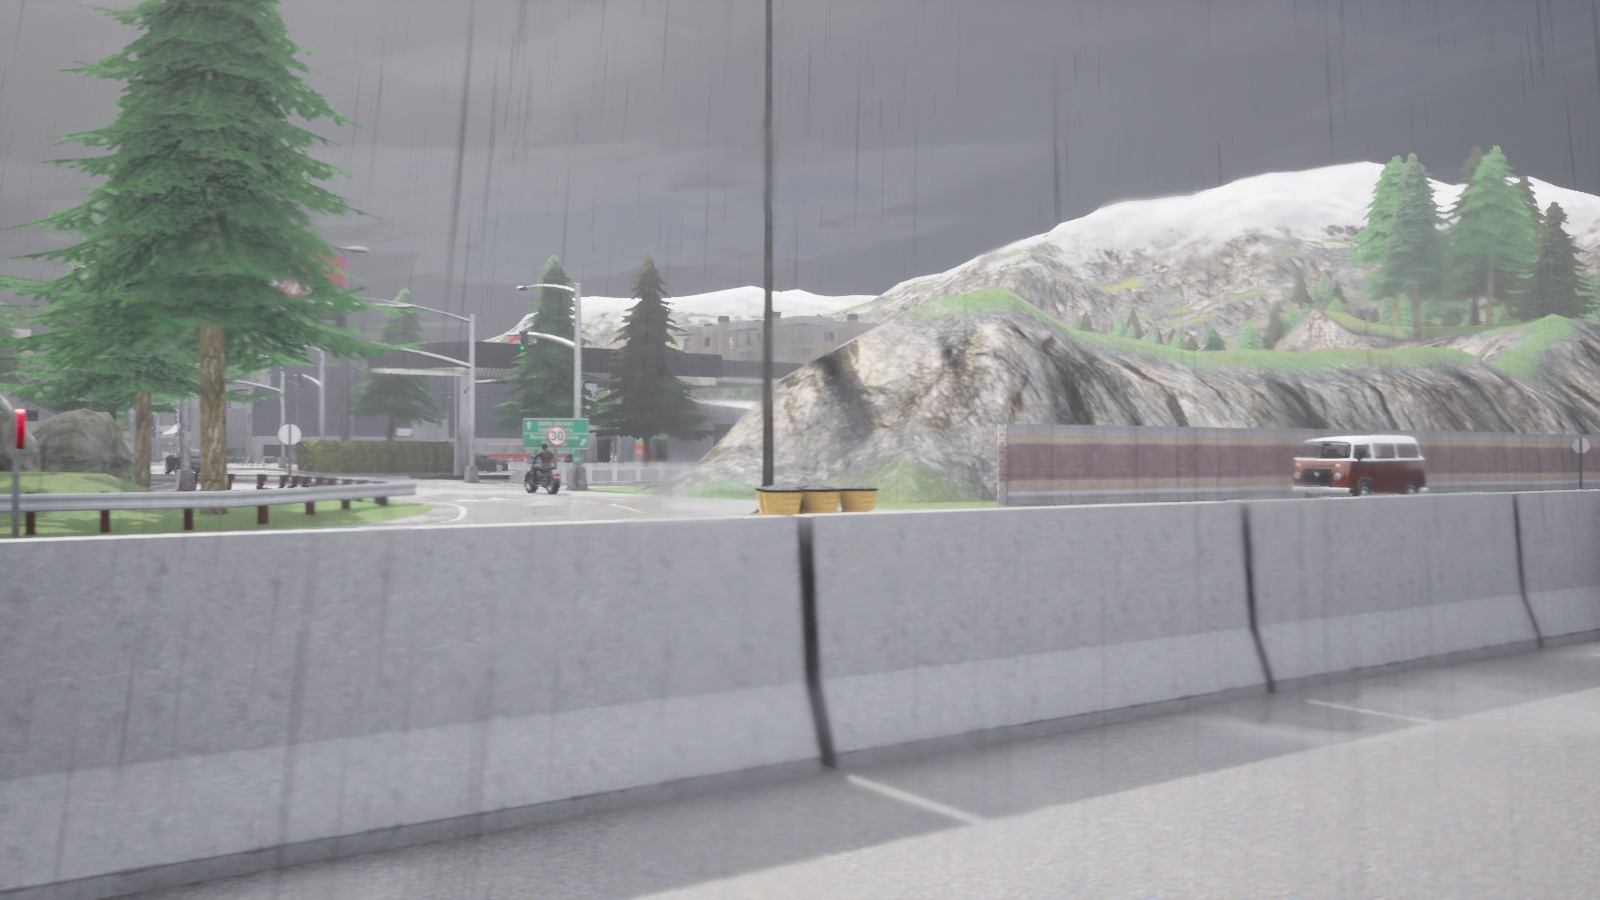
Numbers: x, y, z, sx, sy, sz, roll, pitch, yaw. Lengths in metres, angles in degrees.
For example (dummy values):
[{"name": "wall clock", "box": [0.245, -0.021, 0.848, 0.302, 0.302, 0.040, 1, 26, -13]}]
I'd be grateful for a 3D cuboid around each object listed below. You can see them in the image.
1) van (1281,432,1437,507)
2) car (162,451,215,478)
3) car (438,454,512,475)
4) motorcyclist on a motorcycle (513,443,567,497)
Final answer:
[{"name": "van", "box": [16.157, 0.523, 36.224, 4.480, 2.038, 2.069, 0, 0, -35]}, {"name": "car", "box": [-34.556, 0.798, 70.855, 1.837, 1.490, 4.892, 0, 0, -36]}, {"name": "car", "box": [-23.511, 1.018, 90.887, 4.892, 1.490, 1.837, 0, 0, -35]}, {"name": "motorcyclist on a motorcycle", "box": [-8.151, 0.613, 39.291, 0.766, 1.649, 2.350, 0, 0, -35]}]
